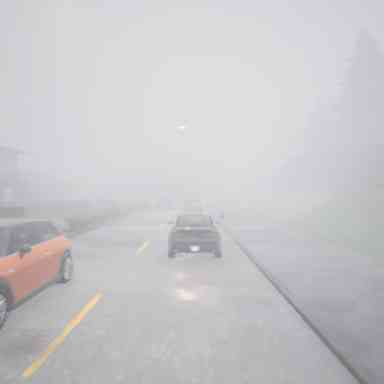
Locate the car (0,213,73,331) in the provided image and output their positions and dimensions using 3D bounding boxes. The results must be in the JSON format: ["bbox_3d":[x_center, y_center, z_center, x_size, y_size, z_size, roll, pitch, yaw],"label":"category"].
[{"bbox_3d":[-4.102,1.383,6.666,2.097,1.767,4.553,0,0,0],"label":"car"}]

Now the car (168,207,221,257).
[{"bbox_3d":[0.095,1.566,13.124,1.837,1.490,4.892,0,0,0],"label":"car"}]

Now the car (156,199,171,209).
[{"bbox_3d":[-4.096,1.710,48.218,2.128,1.511,4.902,0,0,0],"label":"car"}]

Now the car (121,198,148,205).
[{"bbox_3d":[-10.344,1.736,61.721,5.357,1.415,2.033,0,0,-40],"label":"car"}]

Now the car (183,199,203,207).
[{"bbox_3d":[0.088,1.517,36.459,2.097,1.767,4.553,0,0,0],"label":"car"}]
